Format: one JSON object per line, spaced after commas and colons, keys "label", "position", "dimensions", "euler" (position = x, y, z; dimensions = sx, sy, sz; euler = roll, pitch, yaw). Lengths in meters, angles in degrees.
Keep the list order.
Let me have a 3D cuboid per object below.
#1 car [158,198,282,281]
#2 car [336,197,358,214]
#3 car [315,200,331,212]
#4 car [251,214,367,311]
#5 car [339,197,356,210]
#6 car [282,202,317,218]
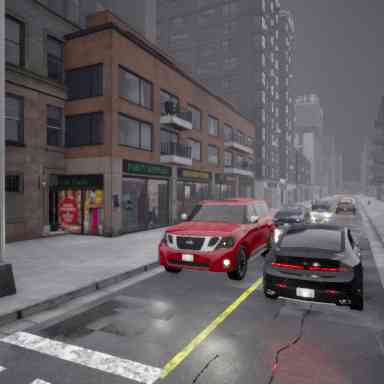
{"label": "car", "position": [1.102, 1.236, 10.521], "dimensions": [2.150, 2.045, 5.566], "euler": [0, 0, 26]}
{"label": "car", "position": [16.173, 1.488, 34.852], "dimensions": [2.128, 1.511, 4.902], "euler": [0, 0, 27]}
{"label": "car", "position": [15.581, 1.606, 40.040], "dimensions": [1.895, 1.301, 4.718], "euler": [0, 0, 26]}
{"label": "car", "position": [3.034, 1.507, 7.974], "dimensions": [1.837, 1.490, 4.892], "euler": [0, 0, 26]}
{"label": "car", "position": [20.699, 1.468, 44.248], "dimensions": [1.882, 1.535, 5.008], "euler": [0, 0, 26]}
{"label": "car", "position": [6.748, 1.561, 22.110], "dimensions": [2.033, 1.411, 5.357], "euler": [0, 0, 26]}
